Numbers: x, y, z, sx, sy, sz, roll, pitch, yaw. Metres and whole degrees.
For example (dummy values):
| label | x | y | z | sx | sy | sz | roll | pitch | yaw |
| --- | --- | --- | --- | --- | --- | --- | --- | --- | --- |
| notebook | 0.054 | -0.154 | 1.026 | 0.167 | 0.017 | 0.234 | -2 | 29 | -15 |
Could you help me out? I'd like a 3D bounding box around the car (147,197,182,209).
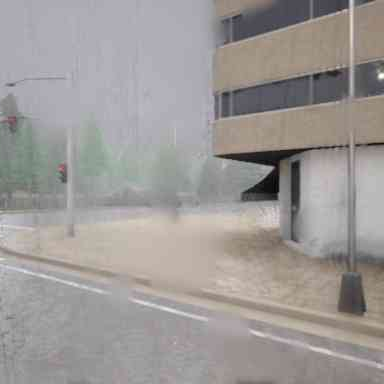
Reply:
| label | x | y | z | sx | sy | sz | roll | pitch | yaw |
| --- | --- | --- | --- | --- | --- | --- | --- | --- | --- |
| car | -3.630 | 1.415 | 43.834 | 4.892 | 1.490 | 1.837 | 0 | -1 | -36 |
